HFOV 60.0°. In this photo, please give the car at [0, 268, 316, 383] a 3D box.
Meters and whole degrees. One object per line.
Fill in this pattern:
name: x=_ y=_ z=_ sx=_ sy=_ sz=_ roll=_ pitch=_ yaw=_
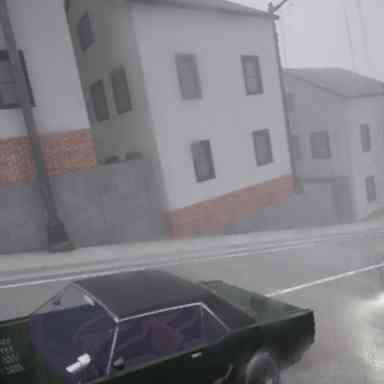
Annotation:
car: x=-0.901 y=1.615 z=3.360 sx=4.718 sy=1.301 sz=1.895 roll=0 pitch=0 yaw=-36
